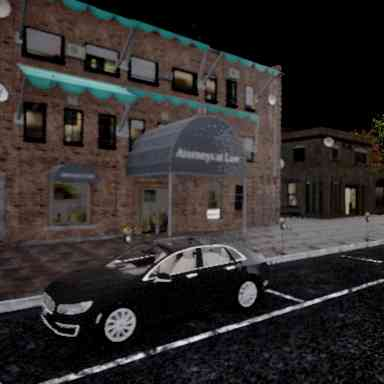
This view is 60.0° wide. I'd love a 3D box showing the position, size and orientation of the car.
[{"bbox_3d":[-0.415,1.567,6.253,4.403,1.369,2.008,0,1,-35],"label":"car"}]
